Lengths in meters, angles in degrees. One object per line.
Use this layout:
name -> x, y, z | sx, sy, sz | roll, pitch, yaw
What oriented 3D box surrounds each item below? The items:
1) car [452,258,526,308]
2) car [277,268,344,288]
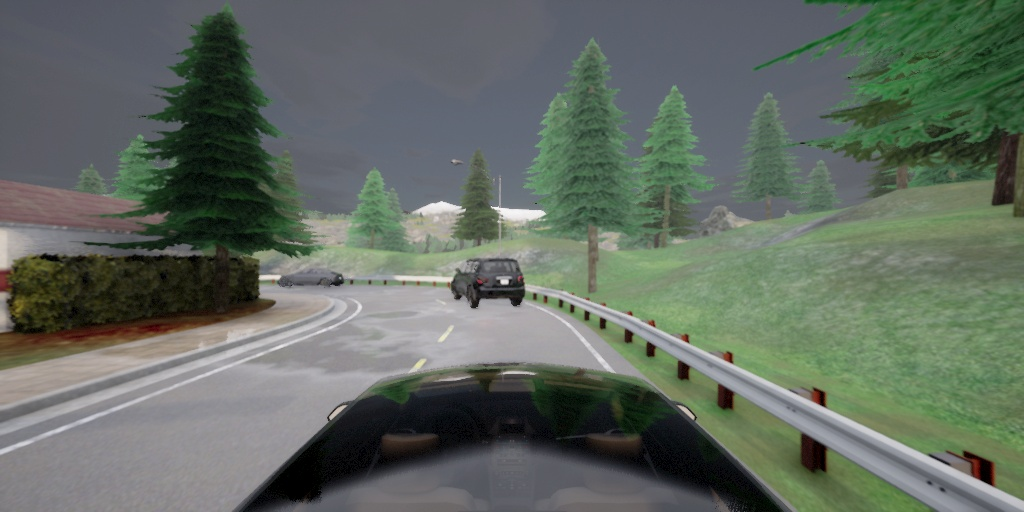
car -> -1.227, 1.109, 16.321 | 2.150, 2.045, 5.566 | 0, 0, -21
car -> -14.375, 1.562, 25.789 | 4.181, 1.385, 1.994 | 0, -1, 0
